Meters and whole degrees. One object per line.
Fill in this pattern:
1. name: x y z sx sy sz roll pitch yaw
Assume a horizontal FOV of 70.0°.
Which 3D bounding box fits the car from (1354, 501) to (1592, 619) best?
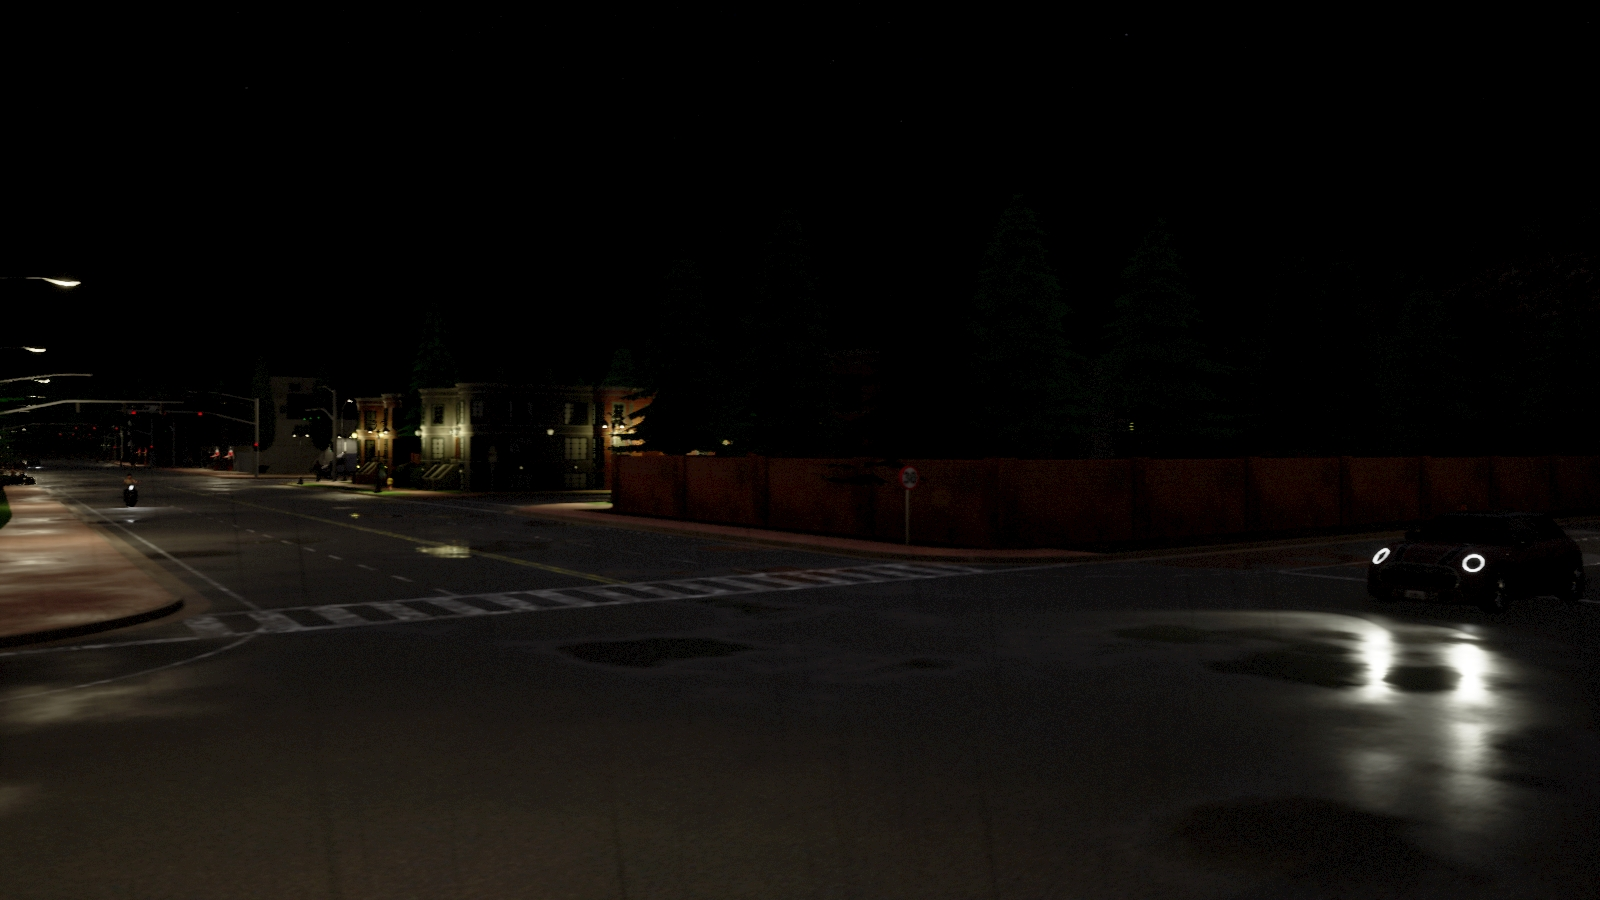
1. car: 12.456 1.915 21.077 4.553 1.767 2.097 0 0 -35
